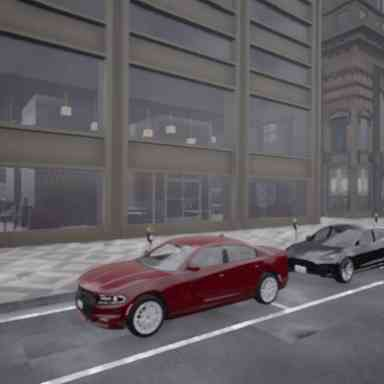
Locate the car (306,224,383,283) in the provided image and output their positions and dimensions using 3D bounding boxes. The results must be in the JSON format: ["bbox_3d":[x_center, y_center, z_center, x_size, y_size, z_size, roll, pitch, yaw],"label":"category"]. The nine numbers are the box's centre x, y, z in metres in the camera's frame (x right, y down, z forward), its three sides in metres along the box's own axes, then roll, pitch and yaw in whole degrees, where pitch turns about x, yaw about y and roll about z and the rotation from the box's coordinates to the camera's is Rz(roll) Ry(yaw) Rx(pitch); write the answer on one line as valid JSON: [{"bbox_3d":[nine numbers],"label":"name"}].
[{"bbox_3d":[4.607,1.656,9.929,4.313,1.339,1.947,1,0,-35],"label":"car"}]

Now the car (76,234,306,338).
[{"bbox_3d":[0.032,1.581,6.669,4.507,1.381,1.887,1,0,-35],"label":"car"}]
